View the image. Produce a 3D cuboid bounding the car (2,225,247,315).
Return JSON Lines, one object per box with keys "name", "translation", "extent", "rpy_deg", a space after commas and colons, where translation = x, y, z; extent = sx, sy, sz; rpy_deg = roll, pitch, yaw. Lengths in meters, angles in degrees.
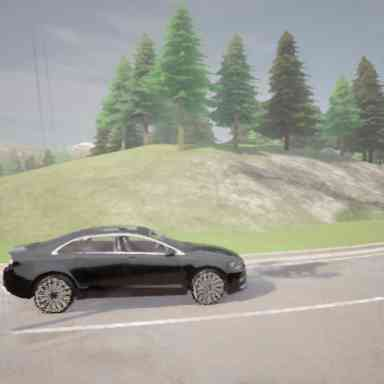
{"name": "car", "translation": [-1.285, 1.489, 7.149], "extent": [4.902, 1.511, 2.128], "rpy_deg": [0, 0, -9]}
